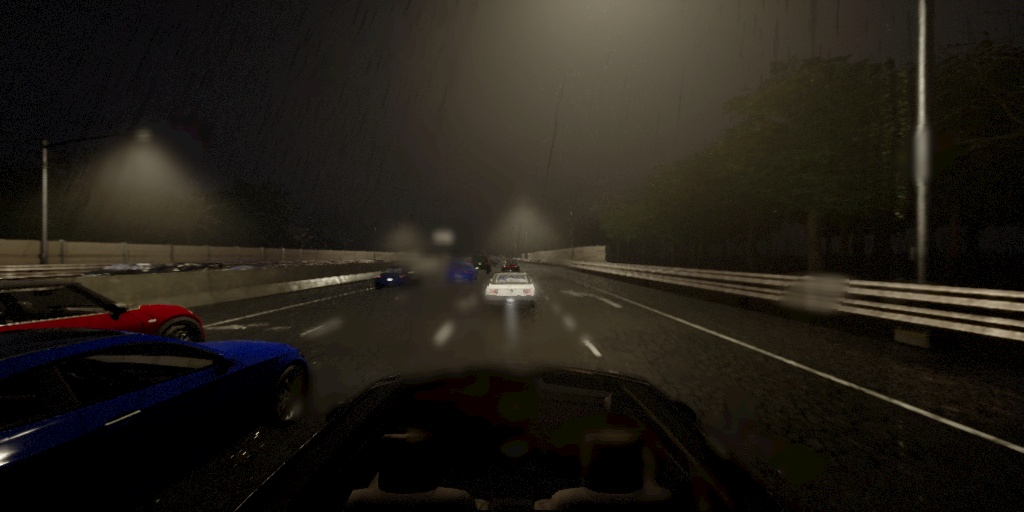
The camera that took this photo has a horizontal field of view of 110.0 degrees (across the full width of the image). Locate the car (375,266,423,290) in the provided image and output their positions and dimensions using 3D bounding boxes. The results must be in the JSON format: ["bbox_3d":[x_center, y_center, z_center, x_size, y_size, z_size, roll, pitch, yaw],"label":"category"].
[{"bbox_3d":[-7.048,1.336,22.692,1.994,1.385,4.181,0,0,0],"label":"car"}]

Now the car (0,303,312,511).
[{"bbox_3d":[-3.500,1.277,2.700,1.812,1.442,4.674,0,0,0],"label":"car"}]

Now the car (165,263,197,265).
[{"bbox_3d":[-21.150,1.281,24.663,1.837,1.490,4.892,0,0,0],"label":"car"}]

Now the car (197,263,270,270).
[{"bbox_3d":[-17.652,1.322,24.023,2.033,1.411,5.357,0,0,0],"label":"car"}]

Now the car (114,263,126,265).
[{"bbox_3d":[-28.151,1.271,26.266,2.128,1.511,4.902,0,0,0],"label":"car"}]

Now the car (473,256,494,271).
[{"bbox_3d":[-3.684,1.007,43.528,2.150,2.045,5.566,0,0,-1],"label":"car"}]

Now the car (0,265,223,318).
[{"bbox_3d":[-7.001,1.107,5.040,2.097,1.767,4.553,0,0,0],"label":"car"}]

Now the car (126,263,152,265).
[{"bbox_3d":[-24.653,1.284,26.334,1.837,1.490,4.892,0,0,0],"label":"car"}]

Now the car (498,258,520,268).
[{"bbox_3d":[-0.145,1.274,38.668,2.128,1.511,4.902,0,0,0],"label":"car"}]

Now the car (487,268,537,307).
[{"bbox_3d":[-0.020,1.364,15.499,1.895,1.301,4.718,0,0,0],"label":"car"}]

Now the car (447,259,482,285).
[{"bbox_3d":[-3.568,1.252,26.696,1.882,1.535,5.008,0,0,0],"label":"car"}]
